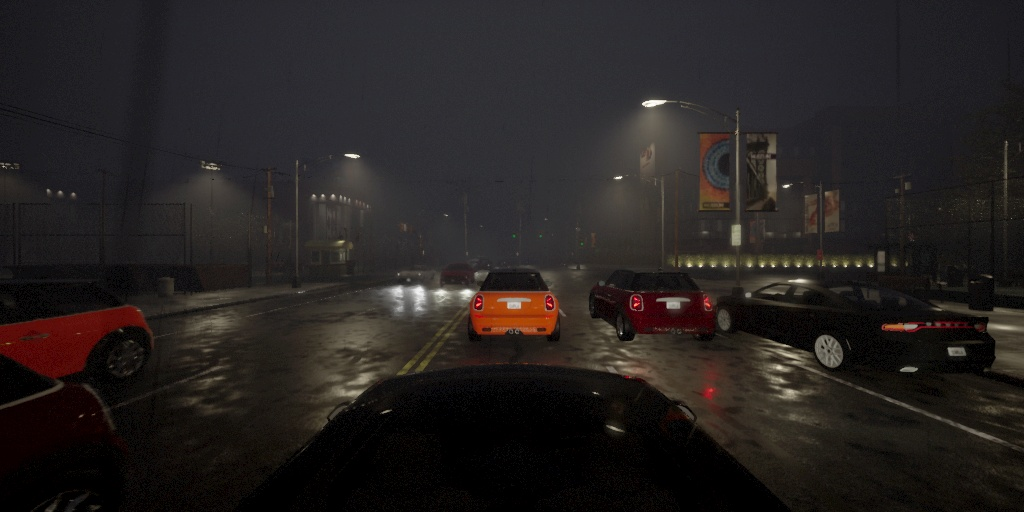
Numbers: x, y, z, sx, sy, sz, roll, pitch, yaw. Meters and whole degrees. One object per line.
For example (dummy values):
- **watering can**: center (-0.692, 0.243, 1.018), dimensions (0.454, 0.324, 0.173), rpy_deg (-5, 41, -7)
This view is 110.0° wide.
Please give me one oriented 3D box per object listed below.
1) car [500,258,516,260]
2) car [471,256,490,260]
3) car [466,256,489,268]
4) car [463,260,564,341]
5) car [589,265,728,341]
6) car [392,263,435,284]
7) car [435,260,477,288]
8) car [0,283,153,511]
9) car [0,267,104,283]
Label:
- **car**: center (-1.370, 1.101, 64.960), dimensions (2.097, 1.767, 4.553), rpy_deg (0, 0, 17)
- **car**: center (-3.508, 1.101, 45.376), dimensions (2.097, 1.767, 4.553), rpy_deg (0, 0, 1)
- **car**: center (-5.895, 0.968, 61.761), dimensions (2.150, 2.045, 5.566), rpy_deg (0, 0, 14)
- **car**: center (0.063, 1.102, 9.988), dimensions (2.097, 1.767, 4.553), rpy_deg (0, 0, 0)
- **car**: center (3.563, 1.102, 10.003), dimensions (2.097, 1.767, 4.553), rpy_deg (0, 0, 0)
- **car**: center (-7.098, 1.351, 26.909), dimensions (1.895, 1.301, 4.718), rpy_deg (0, 0, 0)
- **car**: center (-3.598, 1.227, 24.315), dimensions (1.882, 1.535, 5.008), rpy_deg (0, 0, 0)
- **car**: center (-3.601, 1.102, 0.395), dimensions (2.097, 1.767, 4.553), rpy_deg (0, 0, 0)
- **car**: center (-7.100, 1.102, 4.048), dimensions (2.097, 1.767, 4.553), rpy_deg (0, 0, 0)
